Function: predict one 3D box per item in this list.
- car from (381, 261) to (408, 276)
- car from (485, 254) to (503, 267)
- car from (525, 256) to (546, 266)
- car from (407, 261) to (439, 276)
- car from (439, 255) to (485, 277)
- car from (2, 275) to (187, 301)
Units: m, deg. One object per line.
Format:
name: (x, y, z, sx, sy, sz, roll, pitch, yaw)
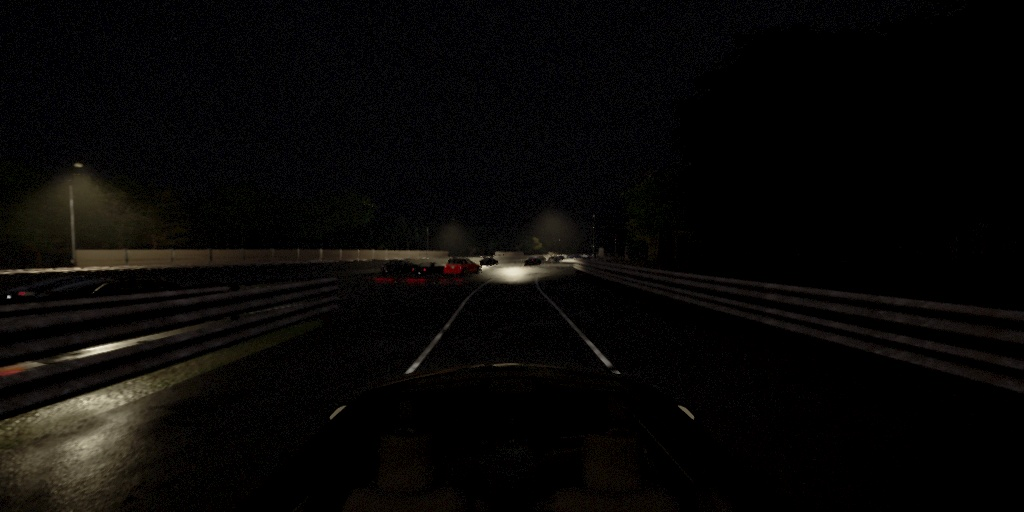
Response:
car: (-11.332, 1.213, 36.867, 2.128, 1.511, 4.902, 0, 0, 19)
car: (-3.745, 0.954, 59.491, 1.882, 1.535, 5.008, 0, 0, 19)
car: (3.528, 0.893, 59.163, 2.128, 1.511, 4.902, 0, 0, 19)
car: (-8.004, 1.294, 35.776, 1.895, 1.301, 4.718, 0, 0, 19)
car: (-4.709, 1.019, 34.596, 2.097, 1.767, 4.553, 0, 0, 19)
car: (-12.320, 1.422, 11.898, 1.837, 1.490, 4.892, 0, 1, 19)
